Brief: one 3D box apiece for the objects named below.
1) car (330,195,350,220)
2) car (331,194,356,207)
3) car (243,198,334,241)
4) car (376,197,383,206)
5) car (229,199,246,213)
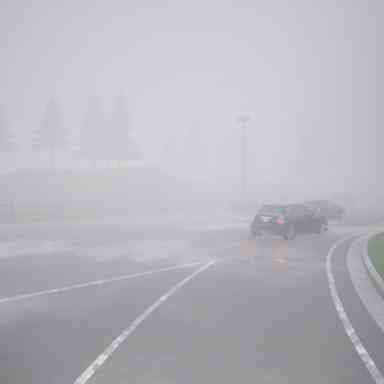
[{"bbox_3d":[10.254,1.372,26.285,4.553,1.767,2.097,0,0,-41],"label":"car"},{"bbox_3d":[23.483,1.261,51.962,5.566,2.045,2.150,0,0,-41],"label":"car"},{"bbox_3d":[5.048,1.364,17.025,4.553,1.767,2.097,0,0,-41],"label":"car"},{"bbox_3d":[32.388,1.520,55.284,5.008,1.535,1.882,0,0,-41],"label":"car"},{"bbox_3d":[6.200,1.504,36.712,5.008,1.535,1.882,1,0,-41],"label":"car"}]
